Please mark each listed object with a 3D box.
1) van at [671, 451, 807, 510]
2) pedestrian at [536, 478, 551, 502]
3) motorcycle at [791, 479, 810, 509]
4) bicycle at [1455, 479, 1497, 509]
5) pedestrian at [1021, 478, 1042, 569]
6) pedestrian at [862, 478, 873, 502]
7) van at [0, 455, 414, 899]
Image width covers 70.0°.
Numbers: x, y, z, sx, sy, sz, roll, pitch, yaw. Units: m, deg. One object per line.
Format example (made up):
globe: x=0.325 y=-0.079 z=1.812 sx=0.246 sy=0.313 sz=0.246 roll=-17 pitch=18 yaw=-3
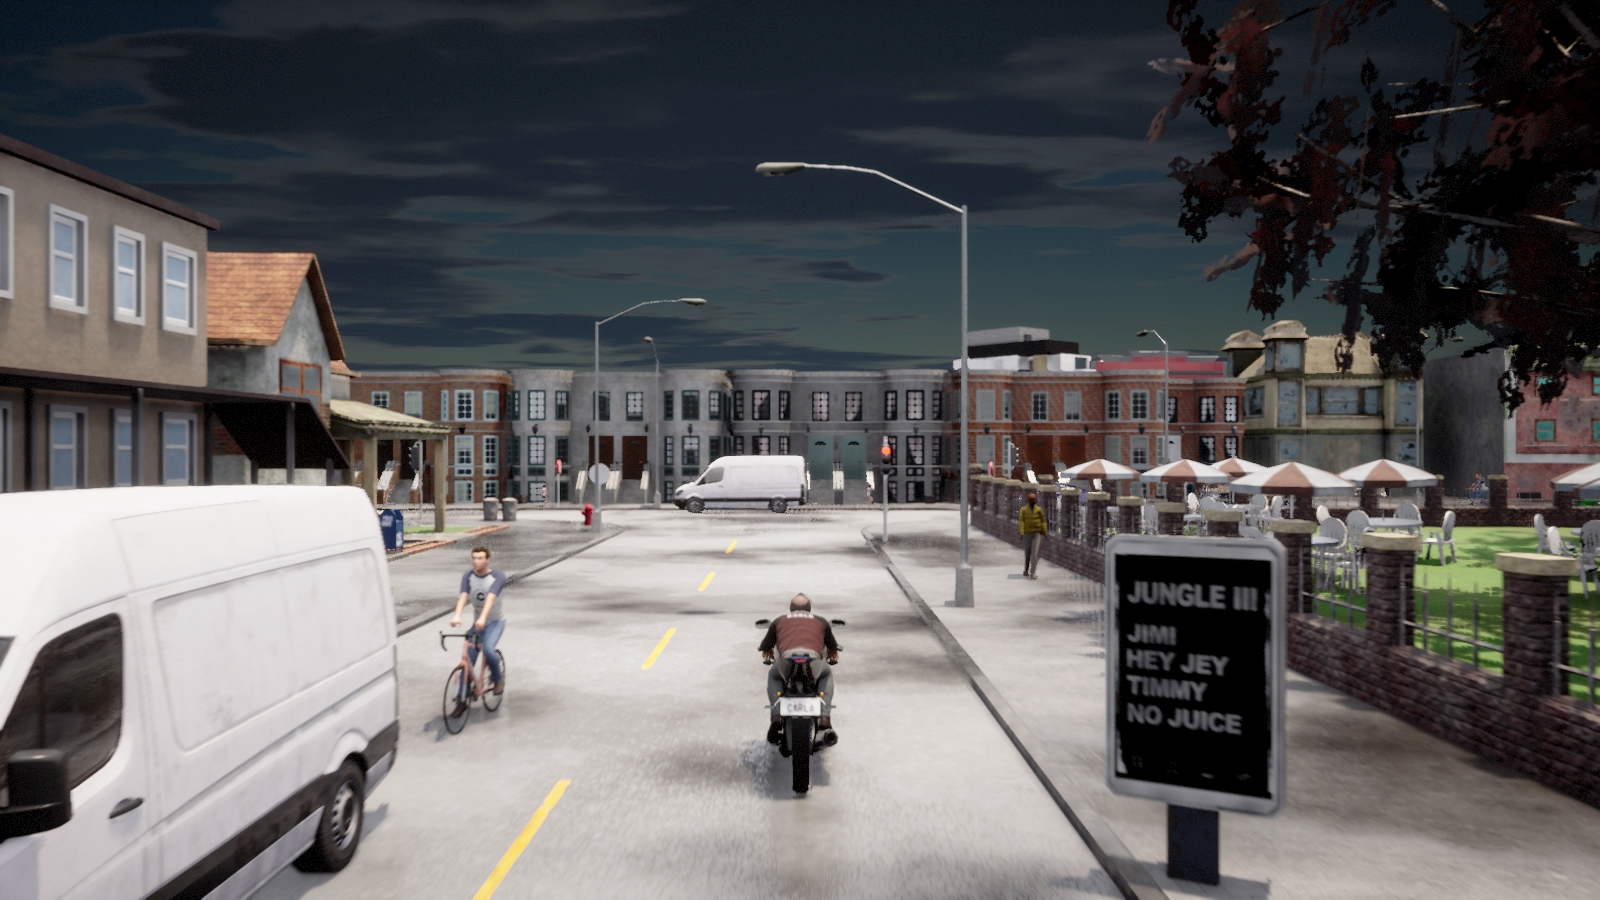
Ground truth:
van: x=-2.664 y=1.322 z=50.975 sx=5.915 sy=2.561 sz=1.988 roll=0 pitch=0 yaw=0
pedestrian: x=-12.204 y=1.913 z=54.291 sx=0.500 sy=1.100 sz=0.500 roll=0 pitch=0 yaw=-45
motorcycle: x=0.019 y=1.993 z=51.885 sx=0.867 sy=1.251 sz=2.209 roll=0 pitch=0 yaw=0
bicycle: x=30.138 y=1.944 z=50.940 sx=1.643 sy=1.296 sz=0.373 roll=-1 pitch=0 yaw=0
pedestrian: x=4.830 y=1.528 z=23.816 sx=0.375 sy=1.860 sz=0.375 roll=0 pitch=0 yaw=2
pedestrian: x=3.242 y=1.913 z=54.594 sx=0.500 sy=1.100 sz=0.500 roll=0 pitch=0 yaw=8
van: x=-3.998 y=1.315 z=5.950 sx=1.988 sy=2.561 sz=5.915 roll=0 pitch=0 yaw=0
